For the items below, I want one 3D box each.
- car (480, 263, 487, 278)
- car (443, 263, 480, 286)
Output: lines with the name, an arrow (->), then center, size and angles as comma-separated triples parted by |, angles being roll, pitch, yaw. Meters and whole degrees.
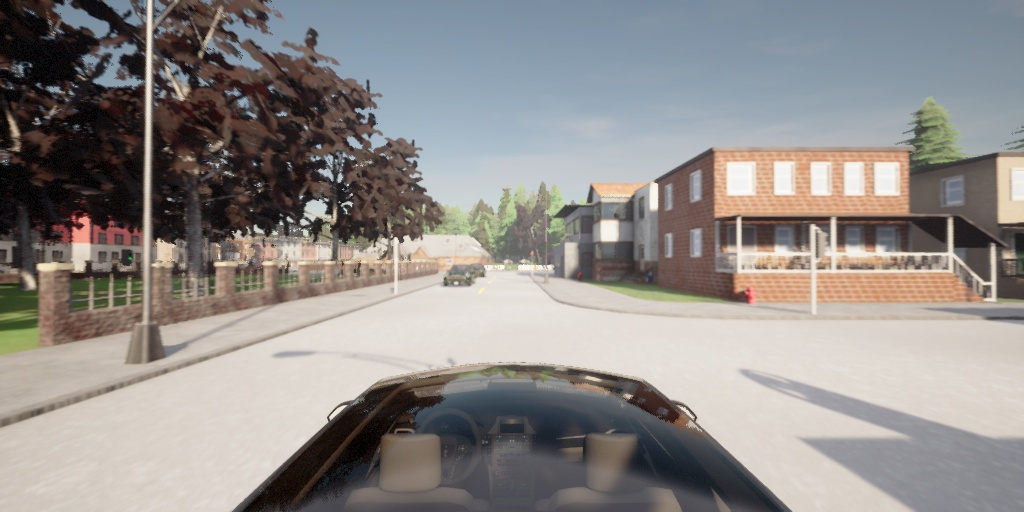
car -> -4.031, 1.551, 40.205 | 2.097, 1.767, 4.553 | 0, -1, 1
car -> -4.064, 1.415, 28.473 | 2.097, 1.767, 4.553 | 0, -1, 0
